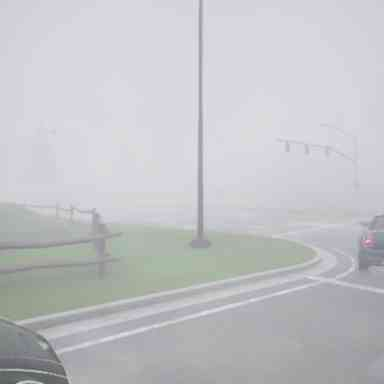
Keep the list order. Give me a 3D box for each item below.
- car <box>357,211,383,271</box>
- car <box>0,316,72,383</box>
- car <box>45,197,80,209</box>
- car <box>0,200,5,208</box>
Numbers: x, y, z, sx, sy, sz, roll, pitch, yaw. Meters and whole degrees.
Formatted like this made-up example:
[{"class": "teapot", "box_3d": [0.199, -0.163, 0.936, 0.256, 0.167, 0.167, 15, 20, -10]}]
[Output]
[{"class": "car", "box_3d": [6.488, 1.369, 10.530, 2.097, 1.767, 4.553, 0, 0, 28]}, {"class": "car", "box_3d": [-2.932, 1.349, 1.655, 4.553, 1.767, 2.097, 0, 0, -35]}, {"class": "car", "box_3d": [-18.147, 1.511, 46.486, 4.902, 1.511, 2.128, 0, 0, 12]}, {"class": "car", "box_3d": [-27.470, 1.512, 43.986, 4.892, 1.490, 1.837, 0, -1, 1]}]
